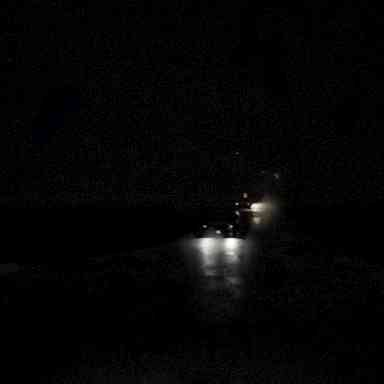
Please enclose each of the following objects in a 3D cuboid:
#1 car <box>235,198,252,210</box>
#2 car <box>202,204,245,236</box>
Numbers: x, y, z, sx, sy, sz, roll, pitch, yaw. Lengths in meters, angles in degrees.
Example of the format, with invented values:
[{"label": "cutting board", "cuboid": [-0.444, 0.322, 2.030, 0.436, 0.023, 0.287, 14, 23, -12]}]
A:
[{"label": "car", "cuboid": [7.071, 1.564, 45.692, 2.097, 1.767, 4.553, -1, -1, 11]}, {"label": "car", "cuboid": [1.875, 1.704, 19.914, 2.033, 1.411, 5.357, -1, 0, 11]}]
